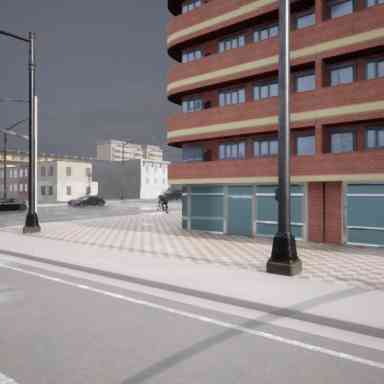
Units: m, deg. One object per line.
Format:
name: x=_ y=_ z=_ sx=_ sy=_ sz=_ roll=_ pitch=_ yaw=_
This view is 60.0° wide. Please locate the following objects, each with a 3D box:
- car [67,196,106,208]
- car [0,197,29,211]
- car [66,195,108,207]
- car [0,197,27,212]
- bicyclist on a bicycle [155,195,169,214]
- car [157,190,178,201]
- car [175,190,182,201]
car: x=-13.245 y=1.249 z=42.590 sx=1.812 sy=1.442 sz=4.674 roll=0 pitch=1 yaw=37
car: x=-21.349 y=1.347 z=37.561 sx=2.128 sy=1.511 sz=4.902 roll=0 pitch=1 yaw=37
car: x=-14.647 y=1.230 z=46.565 sx=2.033 sy=1.411 sz=5.357 roll=0 pitch=1 yaw=38
car: x=-19.376 y=1.434 z=34.348 sx=1.994 sy=1.385 sz=4.181 roll=0 pitch=1 yaw=37
bicyclist on a bicycle: x=-2.613 y=1.094 z=29.256 sx=1.656 sy=1.620 sz=0.582 roll=0 pitch=1 yaw=37
car: x=-3.894 y=0.589 z=60.932 sx=2.150 sy=2.045 sz=5.566 roll=0 pitch=1 yaw=37
car: x=-0.168 y=0.831 z=60.055 sx=2.128 sy=1.511 sz=4.902 roll=0 pitch=1 yaw=37
